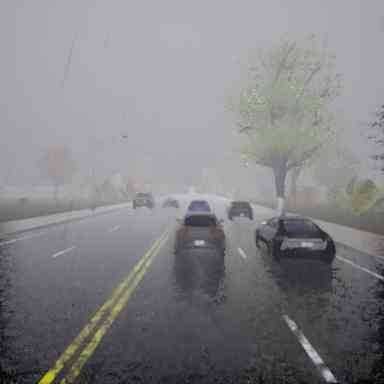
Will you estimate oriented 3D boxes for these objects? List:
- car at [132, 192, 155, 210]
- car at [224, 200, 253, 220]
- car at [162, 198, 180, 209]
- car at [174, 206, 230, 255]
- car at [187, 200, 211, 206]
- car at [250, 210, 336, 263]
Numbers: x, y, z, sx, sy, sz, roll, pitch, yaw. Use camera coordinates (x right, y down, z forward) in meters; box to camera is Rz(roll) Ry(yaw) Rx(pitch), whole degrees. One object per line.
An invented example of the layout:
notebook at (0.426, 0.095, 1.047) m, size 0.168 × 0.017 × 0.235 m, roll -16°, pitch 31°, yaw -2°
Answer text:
car at (-5.841, 1.047, 41.090) m, size 2.150 × 2.045 × 5.566 m, roll 0°, pitch 0°, yaw 1°
car at (3.830, 1.450, 27.425) m, size 1.837 × 1.490 × 4.892 m, roll 0°, pitch 0°, yaw 1°
car at (-2.584, 1.412, 41.441) m, size 1.994 × 1.385 × 4.181 m, roll 0°, pitch 0°, yaw 1°
car at (0.307, 1.491, 13.150) m, size 1.812 × 1.442 × 4.674 m, roll 0°, pitch 0°, yaw 1°
car at (0.611, 1.394, 28.934) m, size 1.882 × 1.535 × 5.008 m, roll 0°, pitch 0°, yaw 1°
car at (3.532, 1.556, 12.071) m, size 1.994 × 1.385 × 4.181 m, roll 0°, pitch 0°, yaw 1°
